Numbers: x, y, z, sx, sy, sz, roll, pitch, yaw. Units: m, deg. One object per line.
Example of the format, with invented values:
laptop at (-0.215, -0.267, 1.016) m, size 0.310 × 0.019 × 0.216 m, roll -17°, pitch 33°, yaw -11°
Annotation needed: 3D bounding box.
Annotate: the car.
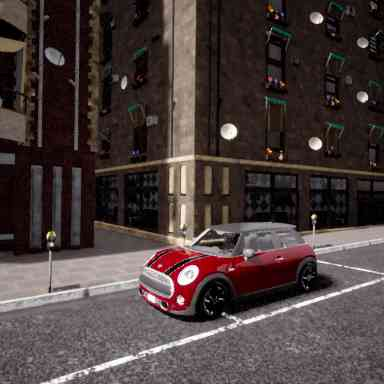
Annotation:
car at (0.875, 1.442, 7.314) m, size 4.097 × 1.590 × 1.967 m, roll 0°, pitch 1°, yaw -35°
